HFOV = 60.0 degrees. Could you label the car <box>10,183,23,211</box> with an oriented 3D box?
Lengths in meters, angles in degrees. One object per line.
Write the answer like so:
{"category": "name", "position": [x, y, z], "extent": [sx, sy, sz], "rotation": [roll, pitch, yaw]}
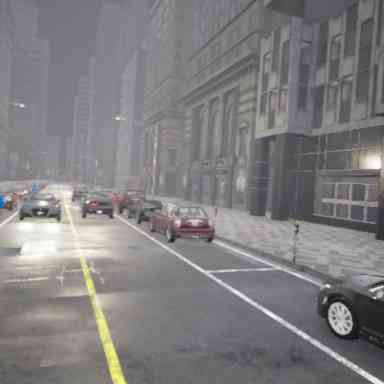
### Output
{"category": "car", "position": [-12.686, 0.317, 22.011], "extent": [1.967, 1.590, 4.097], "rotation": [3, 1, -22]}

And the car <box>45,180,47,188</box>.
{"category": "car", "position": [-29.463, -1.333, 63.834], "extent": [1.967, 1.590, 4.097], "rotation": [3, 1, -22]}

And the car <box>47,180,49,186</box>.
{"category": "car", "position": [-31.553, -1.662, 69.060], "extent": [2.192, 1.841, 5.009], "rotation": [3, 1, -22]}

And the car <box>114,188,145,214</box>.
{"category": "car", "position": [-4.788, 0.652, 25.202], "extent": [2.192, 1.841, 5.009], "rotation": [3, 1, -22]}

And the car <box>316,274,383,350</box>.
{"category": "car", "position": [3.585, 1.717, 4.295], "extent": [2.008, 1.369, 4.403], "rotation": [3, 1, -22]}

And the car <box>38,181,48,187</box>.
{"category": "car", "position": [-37.859, -2.040, 84.747], "extent": [2.008, 1.369, 4.403], "rotation": [3, 1, -22]}

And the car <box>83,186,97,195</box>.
{"category": "car", "position": [-17.384, -0.338, 56.571], "extent": [1.947, 1.339, 4.313], "rotation": [3, 1, -22]}

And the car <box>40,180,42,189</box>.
{"category": "car", "position": [-23.114, -0.626, 47.994], "extent": [1.752, 1.417, 4.829], "rotation": [3, 1, -22]}

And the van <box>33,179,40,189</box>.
{"category": "van", "position": [-21.068, -0.610, 42.921], "extent": [1.690, 1.788, 3.998], "rotation": [3, 1, -22]}

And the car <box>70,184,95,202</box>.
{"category": "car", "position": [-11.950, 0.239, 35.792], "extent": [1.837, 1.490, 4.892], "rotation": [3, 1, -21]}

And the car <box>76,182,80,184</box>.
{"category": "car", "position": [-23.677, -0.936, 72.255], "extent": [1.802, 1.307, 4.206], "rotation": [3, 1, -22]}

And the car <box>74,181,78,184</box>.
{"category": "car", "position": [-27.871, -1.345, 82.710], "extent": [1.802, 1.307, 4.206], "rotation": [3, 1, -22]}

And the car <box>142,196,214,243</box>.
{"category": "car", "position": [-0.601, 1.192, 14.748], "extent": [1.967, 1.590, 4.097], "rotation": [3, 1, -22]}

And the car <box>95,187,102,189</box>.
{"category": "car", "position": [-8.997, 0.488, 35.661], "extent": [1.947, 1.339, 4.313], "rotation": [3, 1, -22]}

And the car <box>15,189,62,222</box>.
{"category": "car", "position": [-8.255, 0.776, 18.362], "extent": [1.994, 1.385, 4.181], "rotation": [3, 1, -22]}

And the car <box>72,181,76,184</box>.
{"category": "car", "position": [-29.968, -1.548, 87.938], "extent": [1.802, 1.307, 4.206], "rotation": [3, 1, -22]}

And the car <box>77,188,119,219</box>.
{"category": "car", "position": [-6.194, 0.806, 21.455], "extent": [1.837, 1.490, 4.892], "rotation": [3, 1, -21]}

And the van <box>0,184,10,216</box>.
{"category": "van", "position": [-10.583, 0.425, 16.781], "extent": [1.690, 1.788, 3.998], "rotation": [3, 1, -22]}

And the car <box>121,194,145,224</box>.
{"category": "car", "position": [-2.706, 1.110, 19.978], "extent": [1.947, 1.339, 4.313], "rotation": [3, 1, -22]}

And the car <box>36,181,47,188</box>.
{"category": "car", "position": [-33.665, -1.617, 74.292], "extent": [1.947, 1.339, 4.313], "rotation": [3, 1, -22]}

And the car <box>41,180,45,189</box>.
{"category": "car", "position": [-25.275, -0.813, 53.379], "extent": [2.008, 1.369, 4.403], "rotation": [3, 1, -22]}

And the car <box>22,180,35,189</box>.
{"category": "car", "position": [-16.880, -0.097, 32.467], "extent": [1.967, 1.590, 4.097], "rotation": [3, 1, -22]}
